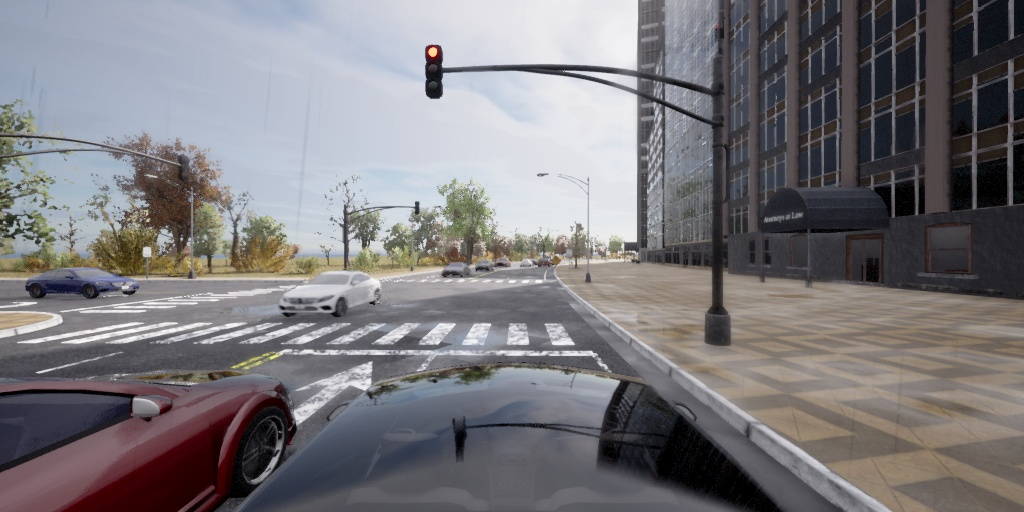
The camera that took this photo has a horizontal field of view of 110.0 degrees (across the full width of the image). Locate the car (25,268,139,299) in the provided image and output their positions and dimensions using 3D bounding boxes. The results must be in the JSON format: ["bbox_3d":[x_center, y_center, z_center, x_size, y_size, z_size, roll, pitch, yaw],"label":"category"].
[{"bbox_3d":[-21.674,1.322,18.105,4.674,1.442,1.812,0,0,4],"label":"car"}]

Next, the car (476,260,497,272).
[{"bbox_3d":[-3.618,1.249,47.568,1.837,1.490,4.892,0,1,8],"label":"car"}]

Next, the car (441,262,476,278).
[{"bbox_3d":[-5.115,1.295,33.814,2.033,1.411,5.357,0,0,5],"label":"car"}]

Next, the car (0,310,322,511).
[{"bbox_3d":[-3.108,1.314,1.836,1.994,1.385,4.181,0,0,0],"label":"car"}]

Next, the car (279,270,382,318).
[{"bbox_3d":[-6.354,1.274,13.187,1.812,1.442,4.674,0,0,2],"label":"car"}]

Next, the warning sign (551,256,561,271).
[{"bbox_3d":[5.397,0.868,43.986,1.300,1.860,1.060,0,0,7],"label":"warning sign"}]

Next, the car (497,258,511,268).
[{"bbox_3d":[-1.587,1.105,61.447,2.097,1.767,4.553,0,0,10],"label":"car"}]
